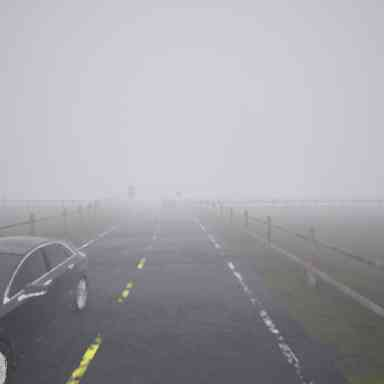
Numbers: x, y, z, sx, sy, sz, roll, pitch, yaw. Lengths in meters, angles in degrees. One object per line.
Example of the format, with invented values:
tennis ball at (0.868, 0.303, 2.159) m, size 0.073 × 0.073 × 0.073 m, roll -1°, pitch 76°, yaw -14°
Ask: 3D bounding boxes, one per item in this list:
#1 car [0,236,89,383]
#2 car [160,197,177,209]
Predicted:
car at (-2.926, 1.504, 4.797) m, size 1.837 × 1.490 × 4.892 m, roll 0°, pitch 0°, yaw -1°
car at (-3.131, 1.408, 43.825) m, size 1.882 × 1.535 × 5.008 m, roll 0°, pitch 0°, yaw -8°
